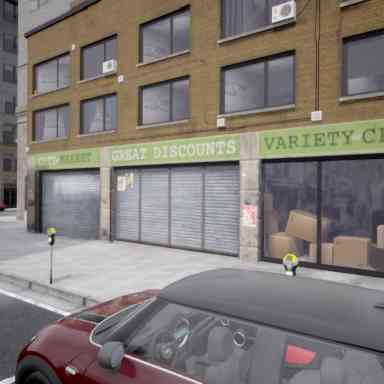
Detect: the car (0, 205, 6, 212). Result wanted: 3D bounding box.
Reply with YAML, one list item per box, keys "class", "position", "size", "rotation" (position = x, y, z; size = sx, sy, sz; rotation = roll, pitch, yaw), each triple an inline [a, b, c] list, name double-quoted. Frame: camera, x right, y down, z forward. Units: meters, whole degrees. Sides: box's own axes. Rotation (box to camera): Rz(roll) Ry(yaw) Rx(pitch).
- class: "car"
  position: [-19.460, 1.457, 29.773]
  size: [1.895, 1.301, 4.718]
  rotation: [1, 1, 34]

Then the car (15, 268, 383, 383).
- class: "car"
  position: [0.224, 1.440, 2.905]
  size: [4.097, 1.590, 1.967]
  rotation: [0, 1, 35]
